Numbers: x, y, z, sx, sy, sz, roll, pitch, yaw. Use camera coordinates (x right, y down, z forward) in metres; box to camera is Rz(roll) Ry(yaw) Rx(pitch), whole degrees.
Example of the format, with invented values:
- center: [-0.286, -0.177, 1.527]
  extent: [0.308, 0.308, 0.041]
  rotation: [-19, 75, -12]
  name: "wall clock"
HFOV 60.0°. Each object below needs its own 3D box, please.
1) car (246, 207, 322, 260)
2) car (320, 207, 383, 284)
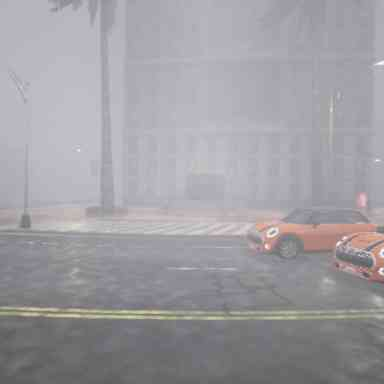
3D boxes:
- center: [4.295, 1.335, 12.010]
  extent: [4.553, 1.767, 2.097]
  rotation: [1, 0, -12]
  name: "car"
- center: [6.136, 1.387, 8.850]
  extent: [4.553, 1.767, 2.097]
  rotation: [1, 0, -14]
  name: "car"
